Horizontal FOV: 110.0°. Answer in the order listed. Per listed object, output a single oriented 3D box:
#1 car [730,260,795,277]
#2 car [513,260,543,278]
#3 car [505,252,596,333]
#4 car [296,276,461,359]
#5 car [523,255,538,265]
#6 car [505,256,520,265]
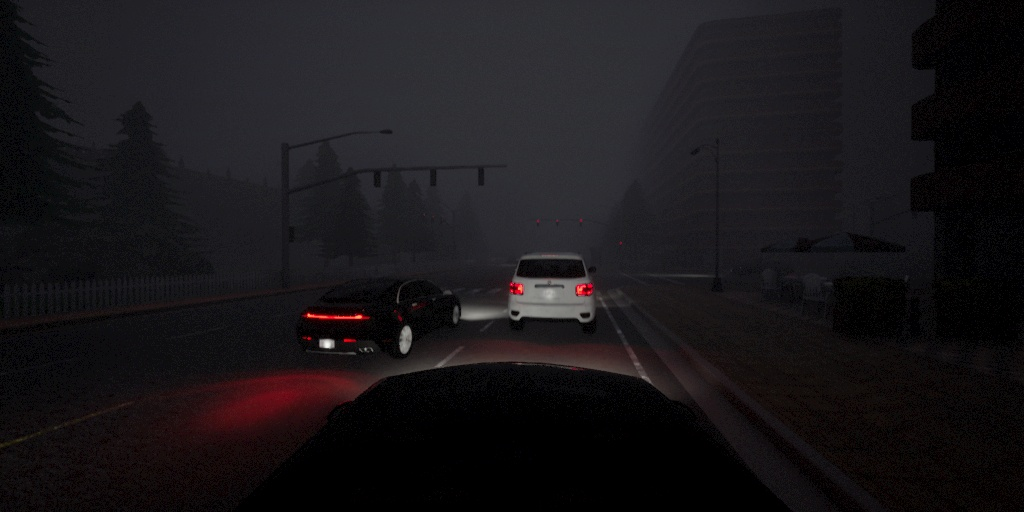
[{"bbox_3d":[22.456,1.064,32.324,4.902,1.511,2.128,0,0,10],"label":"car"},{"bbox_3d":[1.546,1.094,31.989,2.033,1.411,5.357,0,0,10],"label":"car"},{"bbox_3d":[1.318,0.904,10.721,2.150,2.045,5.566,0,1,10],"label":"car"},{"bbox_3d":[-2.662,1.204,8.391,1.837,1.490,4.892,0,0,10],"label":"car"},{"bbox_3d":[3.324,0.638,63.054,2.097,1.767,4.553,0,0,11],"label":"car"},{"bbox_3d":[0.090,0.776,64.810,1.837,1.490,4.892,0,1,11],"label":"car"}]
